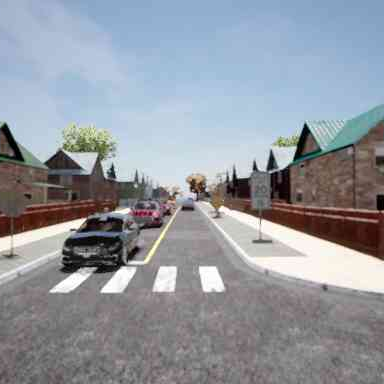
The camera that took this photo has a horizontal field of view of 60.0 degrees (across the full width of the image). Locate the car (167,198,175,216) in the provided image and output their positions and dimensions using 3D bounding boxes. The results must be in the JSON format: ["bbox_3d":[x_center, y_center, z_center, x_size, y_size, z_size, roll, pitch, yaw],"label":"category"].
[{"bbox_3d":[-3.300,1.547,35.524,2.097,1.767,4.553,0,0,-1],"label":"car"}]

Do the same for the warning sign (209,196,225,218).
[{"bbox_3d":[2.143,1.248,28.509,1.300,1.860,1.060,-1,-1,-1],"label":"warning sign"}]

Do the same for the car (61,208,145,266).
[{"bbox_3d":[-2.991,1.548,11.742,1.837,1.490,4.892,0,0,-1],"label":"car"}]

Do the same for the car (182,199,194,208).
[{"bbox_3d":[-0.729,1.944,56.064,1.994,1.385,4.181,0,-1,-1],"label":"car"}]

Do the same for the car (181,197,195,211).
[{"bbox_3d":[-0.550,1.834,46.657,2.033,1.411,5.357,0,-1,0],"label":"car"}]

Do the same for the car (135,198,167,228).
[{"bbox_3d":[-3.140,1.456,23.090,2.097,1.767,4.553,0,0,-1],"label":"car"}]

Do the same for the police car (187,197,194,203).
[{"bbox_3d":[-0.403,2.325,93.579,1.930,1.638,5.238,0,-1,-1],"label":"police car"}]
